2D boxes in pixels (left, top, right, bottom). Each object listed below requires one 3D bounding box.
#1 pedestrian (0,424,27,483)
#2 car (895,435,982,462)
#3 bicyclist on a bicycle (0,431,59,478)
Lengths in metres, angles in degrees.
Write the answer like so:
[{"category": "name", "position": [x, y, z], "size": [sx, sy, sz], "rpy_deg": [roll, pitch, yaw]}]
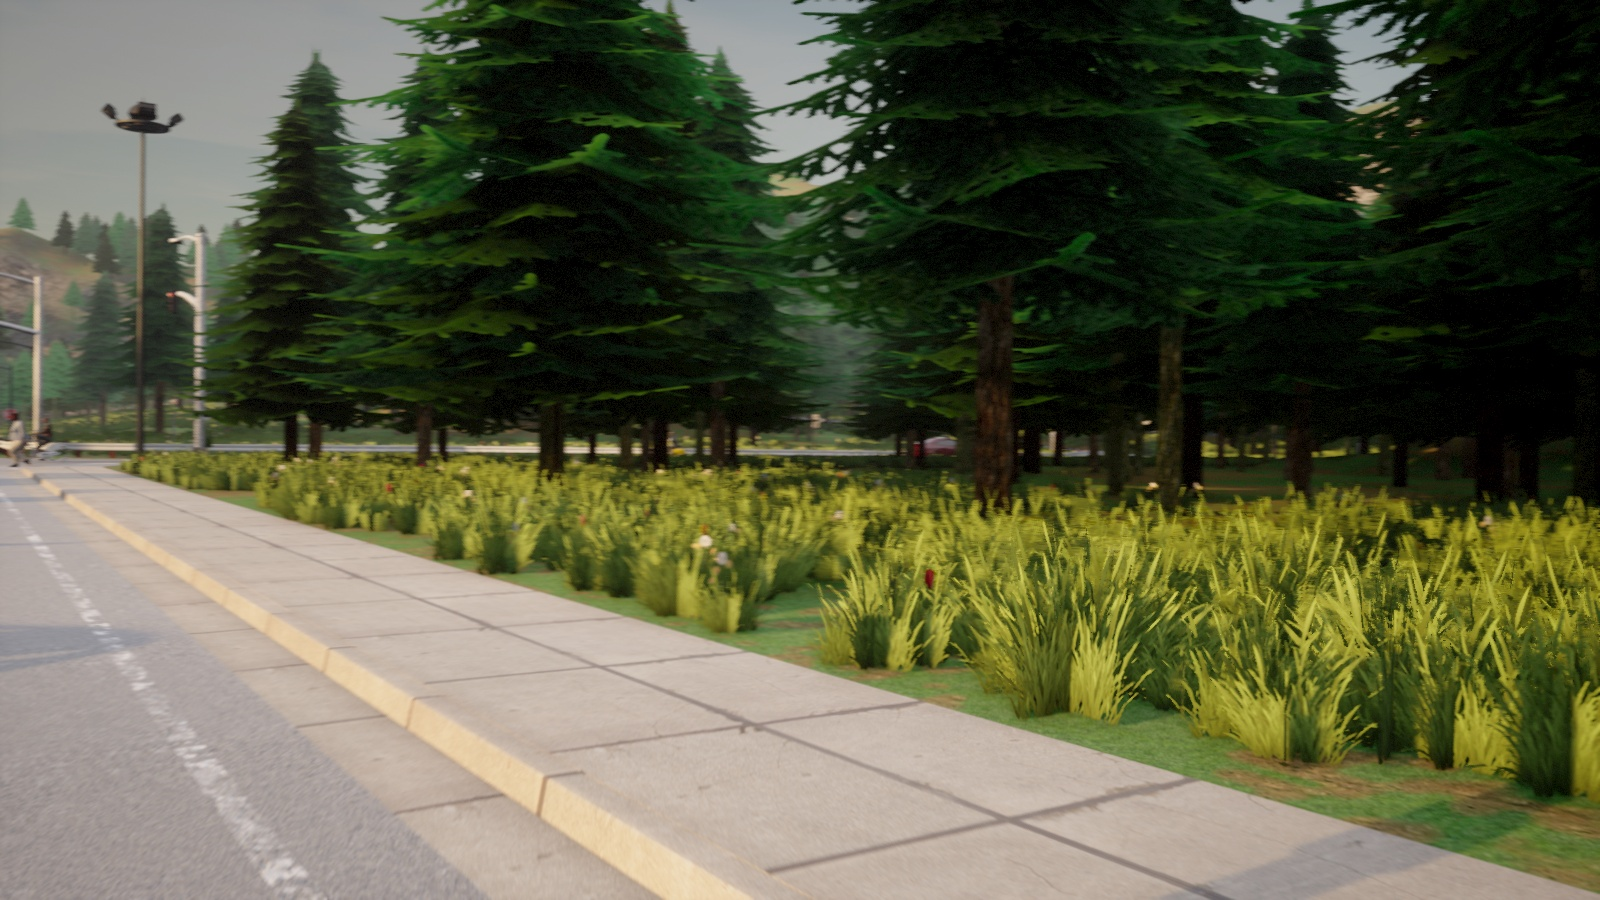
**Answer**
[{"category": "pedestrian", "position": [-25.083, 0.107, 39.847], "size": [0.900, 1.855, 0.874], "rpy_deg": [-1, 1, -29]}, {"category": "car", "position": [7.697, -0.101, 69.641], "size": [4.674, 1.442, 1.812], "rpy_deg": [-1, 1, -33]}, {"category": "bicyclist on a bicycle", "position": [-29.423, 0.149, 47.959], "size": [1.843, 1.776, 0.659], "rpy_deg": [-1, 1, -35]}]
